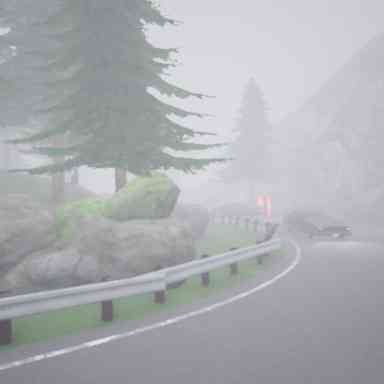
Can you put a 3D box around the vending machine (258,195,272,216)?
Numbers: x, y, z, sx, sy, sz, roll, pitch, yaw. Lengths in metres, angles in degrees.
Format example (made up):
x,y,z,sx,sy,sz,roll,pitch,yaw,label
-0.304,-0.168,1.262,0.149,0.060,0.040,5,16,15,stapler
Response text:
x,y,z,sx,sy,sz,roll,pitch,yaw,label
7.300,1.351,33.387,1.100,2.100,0.880,0,0,-38,vending machine

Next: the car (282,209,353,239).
x,y,z,sx,sy,sz,roll,pitch,yaw,label
6.595,1.643,18.223,2.033,1.411,5.357,0,0,-3,car

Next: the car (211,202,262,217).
x,y,z,sx,sy,sz,roll,pitch,yaw,label
4.176,1.684,31.926,2.033,1.411,5.357,0,0,-39,car
